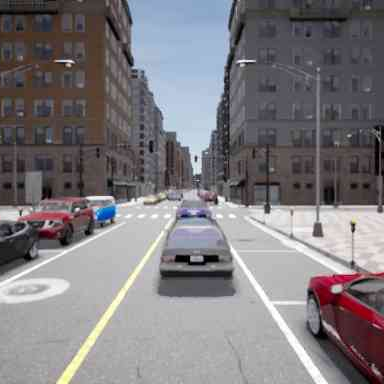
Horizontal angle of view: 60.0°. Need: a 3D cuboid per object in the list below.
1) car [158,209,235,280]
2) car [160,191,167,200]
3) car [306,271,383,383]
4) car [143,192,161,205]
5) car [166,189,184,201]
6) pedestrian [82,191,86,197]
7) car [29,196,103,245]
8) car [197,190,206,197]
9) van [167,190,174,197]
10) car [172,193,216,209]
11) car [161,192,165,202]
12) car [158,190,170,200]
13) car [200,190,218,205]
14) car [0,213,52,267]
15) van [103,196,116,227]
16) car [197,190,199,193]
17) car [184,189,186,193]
[{"bbox_3d":[0.099,1.464,9.688,2.033,1.411,5.357,0,1,0],"label":"car"},{"bbox_3d":[-5.871,0.934,58.696,1.752,1.417,4.829,0,1,0],"label":"car"},{"bbox_3d":[2.667,1.513,3.599,1.887,1.381,4.507,0,0,0],"label":"car"},{"bbox_3d":[-5.868,1.060,47.387,1.752,1.417,4.829,0,1,0],"label":"car"},{"bbox_3d":[-3.069,0.747,59.921,2.097,1.767,4.553,0,1,0],"label":"car"},{"bbox_3d":[-12.561,0.768,38.502,0.375,1.860,0.375,0,1,1],"label":"pedestrian"},{"bbox_3d":[-5.862,1.187,14.900,2.192,1.841,5.009,0,0,0],"label":"car"},{"bbox_3d":[2.647,0.335,92.779,2.192,1.841,5.009,0,1,0],"label":"car"},{"bbox_3d":[-5.878,0.360,92.792,1.690,1.788,3.998,0,1,0],"label":"van"},{"bbox_3d":[0.089,1.177,20.304,2.097,1.767,4.553,0,1,0],"label":"car"},{"bbox_3d":[-5.870,1.036,53.213,1.947,1.339,4.313,0,1,0],"label":"car"},{"bbox_3d":[-5.873,0.594,70.174,2.192,1.841,5.009,0,1,0],"label":"car"},{"bbox_3d":[2.658,0.848,47.529,2.192,1.841,5.009,0,1,0],"label":"car"},{"bbox_3d":[-5.860,1.486,9.262,1.947,1.339,4.313,0,0,0],"label":"car"},{"bbox_3d":[-5.863,1.163,20.541,1.690,1.788,3.998,0,0,0],"label":"van"},{"bbox_3d":[2.651,0.739,75.983,1.752,1.417,4.829,0,1,0],"label":"car"},{"bbox_3d":[-3.018,0.446,75.265,2.150,2.045,5.566,0,1,0],"label":"car"}]
